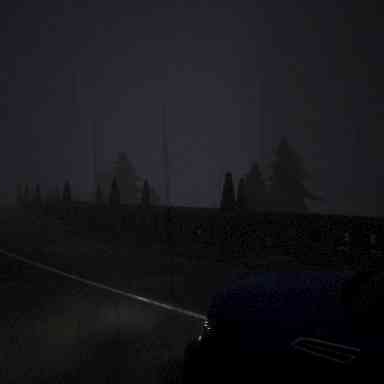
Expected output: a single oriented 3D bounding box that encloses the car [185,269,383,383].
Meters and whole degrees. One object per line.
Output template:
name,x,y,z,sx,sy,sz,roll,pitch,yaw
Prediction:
car,2.598,1.237,2.226,5.566,2.045,2.150,1,0,35
